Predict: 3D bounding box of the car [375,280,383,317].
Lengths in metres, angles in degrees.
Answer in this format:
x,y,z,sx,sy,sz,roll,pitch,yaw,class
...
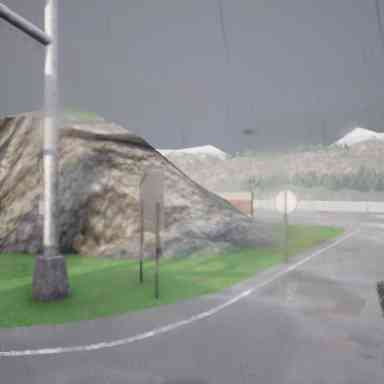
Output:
x,y,z,sx,sy,sz,roll,pitch,yaw,class
5.403,1.475,4.207,5.357,1.411,2.033,0,0,25,car
